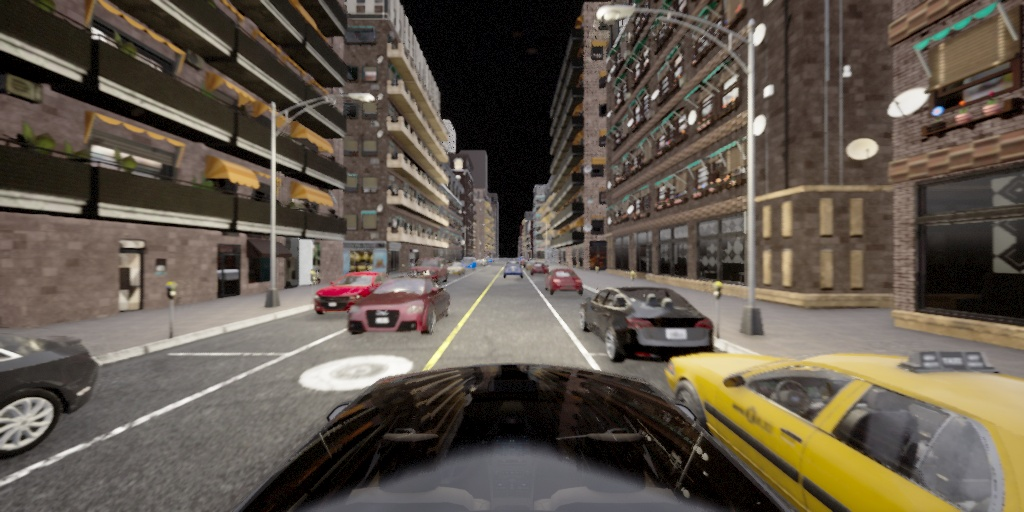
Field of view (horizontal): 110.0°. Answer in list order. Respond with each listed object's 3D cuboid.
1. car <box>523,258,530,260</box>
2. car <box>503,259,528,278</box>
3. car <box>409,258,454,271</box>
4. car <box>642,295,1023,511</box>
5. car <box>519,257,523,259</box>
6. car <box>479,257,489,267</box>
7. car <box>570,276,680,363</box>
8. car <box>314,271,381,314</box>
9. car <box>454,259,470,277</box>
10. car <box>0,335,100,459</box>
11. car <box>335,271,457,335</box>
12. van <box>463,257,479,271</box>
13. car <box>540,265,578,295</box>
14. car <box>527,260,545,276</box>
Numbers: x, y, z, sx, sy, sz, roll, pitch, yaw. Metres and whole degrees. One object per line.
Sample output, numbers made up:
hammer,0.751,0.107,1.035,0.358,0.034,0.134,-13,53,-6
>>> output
car,2.705,1.246,47.585,1.751,1.417,4.829,0,0,0
car,0.109,1.277,33.526,2.033,1.411,5.357,0,0,0
car,-5.683,1.050,24.877,2.192,1.841,5.009,0,0,0
car,2.690,1.275,2.494,1.751,1.417,4.829,0,0,0
car,0.117,1.198,48.201,1.882,1.535,5.008,0,0,0
car,-5.670,1.261,64.330,2.007,1.370,4.403,0,0,0
car,2.692,1.312,7.960,1.948,1.339,4.313,0,0,0
car,-5.687,1.288,13.604,1.888,1.381,4.507,0,0,0
car,-5.679,1.253,35.978,1.751,1.417,4.829,0,0,0
car,-5.692,1.300,2.331,2.007,1.370,4.403,0,0,0
car,-3.007,1.309,10.346,1.994,1.385,4.181,0,0,0
van,-5.675,1.062,47.421,1.690,1.789,3.998,0,0,0
car,2.695,1.321,19.233,1.802,1.307,4.207,0,0,0
car,2.702,1.310,36.142,1.802,1.307,4.207,0,0,0
